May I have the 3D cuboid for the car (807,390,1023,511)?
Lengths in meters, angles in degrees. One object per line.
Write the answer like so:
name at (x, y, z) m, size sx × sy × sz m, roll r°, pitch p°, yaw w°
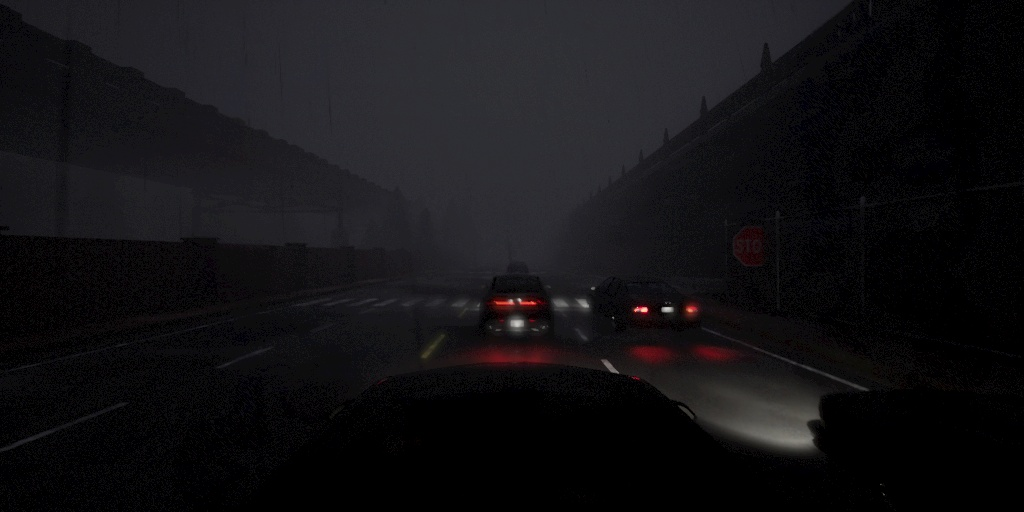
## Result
car at (3.595, 1.298, 0.767) m, size 2.033 × 1.411 × 5.357 m, roll 0°, pitch 0°, yaw 1°

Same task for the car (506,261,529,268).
car at (0.519, 1.215, 32.285) m, size 1.882 × 1.535 × 5.008 m, roll 0°, pitch 0°, yaw 2°

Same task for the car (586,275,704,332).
car at (3.623, 1.294, 10.839) m, size 2.033 × 1.411 × 5.357 m, roll 0°, pitch 0°, yaw 0°

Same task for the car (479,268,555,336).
car at (0.122, 1.251, 10.374) m, size 1.837 × 1.490 × 4.892 m, roll 0°, pitch 0°, yaw 0°
